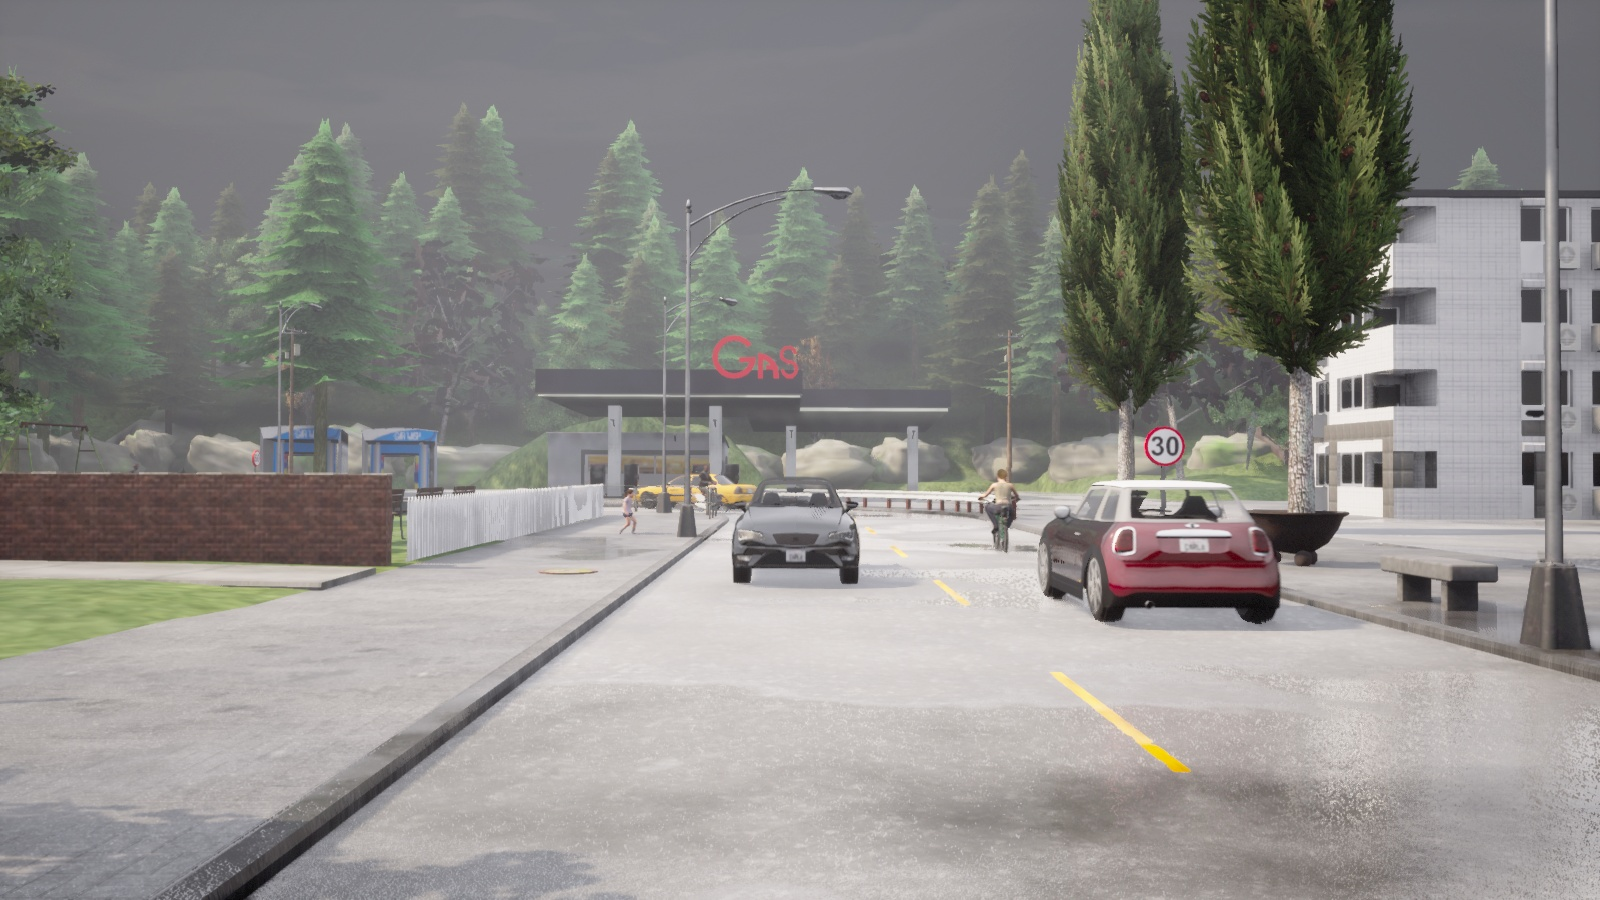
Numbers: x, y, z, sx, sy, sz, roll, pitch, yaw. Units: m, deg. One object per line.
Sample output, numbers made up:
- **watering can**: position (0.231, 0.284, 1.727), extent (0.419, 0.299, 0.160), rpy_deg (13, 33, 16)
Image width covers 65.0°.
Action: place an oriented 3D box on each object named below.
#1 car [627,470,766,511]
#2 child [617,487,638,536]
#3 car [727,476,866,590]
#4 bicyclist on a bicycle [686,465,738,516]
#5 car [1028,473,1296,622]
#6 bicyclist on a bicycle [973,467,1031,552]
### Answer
- **car**: position (-4.174, 1.618, 50.493), extent (5.366, 1.575, 1.801), rpy_deg (-1, -1, 25)
- **child**: position (-3.936, 1.400, 28.620), extent (0.394, 1.110, 0.255), rpy_deg (-1, -1, 16)
- **car**: position (-0.053, 1.140, 18.608), extent (1.816, 1.474, 4.193), rpy_deg (0, -1, 0)
- **bicyclist on a bicycle**: position (-3.153, 1.452, 44.984), extent (1.843, 1.776, 0.659), rpy_deg (-1, 0, 38)
- **car**: position (3.960, 1.006, 14.441), extent (1.970, 1.475, 3.806), rpy_deg (0, -1, 0)
- **bicyclist on a bicycle**: position (3.936, 1.148, 24.618), extent (0.866, 1.612, 1.509), rpy_deg (0, -1, 0)
